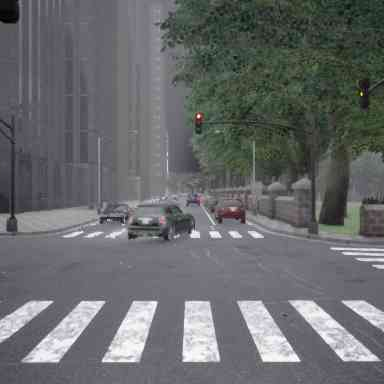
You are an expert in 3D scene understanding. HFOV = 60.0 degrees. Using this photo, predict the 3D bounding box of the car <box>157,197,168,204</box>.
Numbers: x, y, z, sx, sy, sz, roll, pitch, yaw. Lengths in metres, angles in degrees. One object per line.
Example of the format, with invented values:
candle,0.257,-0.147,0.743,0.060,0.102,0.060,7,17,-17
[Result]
car,-5.596,1.636,63.460,1.802,1.307,4.206,0,0,0

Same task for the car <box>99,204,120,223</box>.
car,-5.696,1.577,25.261,1.947,1.339,4.313,0,0,0

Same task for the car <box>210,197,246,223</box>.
car,2.829,1.326,25.248,2.192,1.841,5.009,0,0,0

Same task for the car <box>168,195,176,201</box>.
car,-5.524,1.534,90.745,1.967,1.590,4.097,0,0,0

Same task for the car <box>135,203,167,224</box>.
car,-3.032,1.612,25.700,1.895,1.301,4.718,0,0,0

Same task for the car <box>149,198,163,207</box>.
car,-5.624,1.623,52.546,1.802,1.307,4.206,0,0,0

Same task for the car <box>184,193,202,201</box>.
car,0.193,1.266,55.128,2.150,2.045,5.566,0,0,1

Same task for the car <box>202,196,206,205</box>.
car,2.886,1.586,47.073,2.008,1.369,4.403,0,0,0

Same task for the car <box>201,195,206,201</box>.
car,2.901,1.481,52.530,1.967,1.590,4.097,0,0,0

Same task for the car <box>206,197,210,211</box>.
car,2.858,1.588,36.160,1.947,1.339,4.313,0,0,0

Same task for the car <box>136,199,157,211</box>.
car,-5.653,1.580,41.631,2.008,1.369,4.403,0,0,0

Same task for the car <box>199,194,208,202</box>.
car,2.587,1.425,75.874,2.097,1.767,4.553,0,0,0

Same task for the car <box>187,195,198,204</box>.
car,0.173,1.408,65.760,2.097,1.767,4.553,0,0,0

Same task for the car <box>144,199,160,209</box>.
car,-5.639,1.617,47.089,1.802,1.307,4.206,0,0,0

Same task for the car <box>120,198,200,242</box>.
car,-1.425,1.372,16.942,2.097,1.767,4.553,0,0,18

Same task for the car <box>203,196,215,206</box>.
car,2.915,1.487,57.986,1.967,1.590,4.097,0,0,0

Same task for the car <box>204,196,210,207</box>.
car,2.872,1.580,41.616,2.008,1.369,4.403,0,0,0

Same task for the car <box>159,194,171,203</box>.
car,-5.581,1.375,68.917,2.192,1.841,5.009,0,0,0

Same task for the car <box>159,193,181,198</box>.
car,-2.968,1.386,45.858,2.097,1.767,4.553,0,0,0
